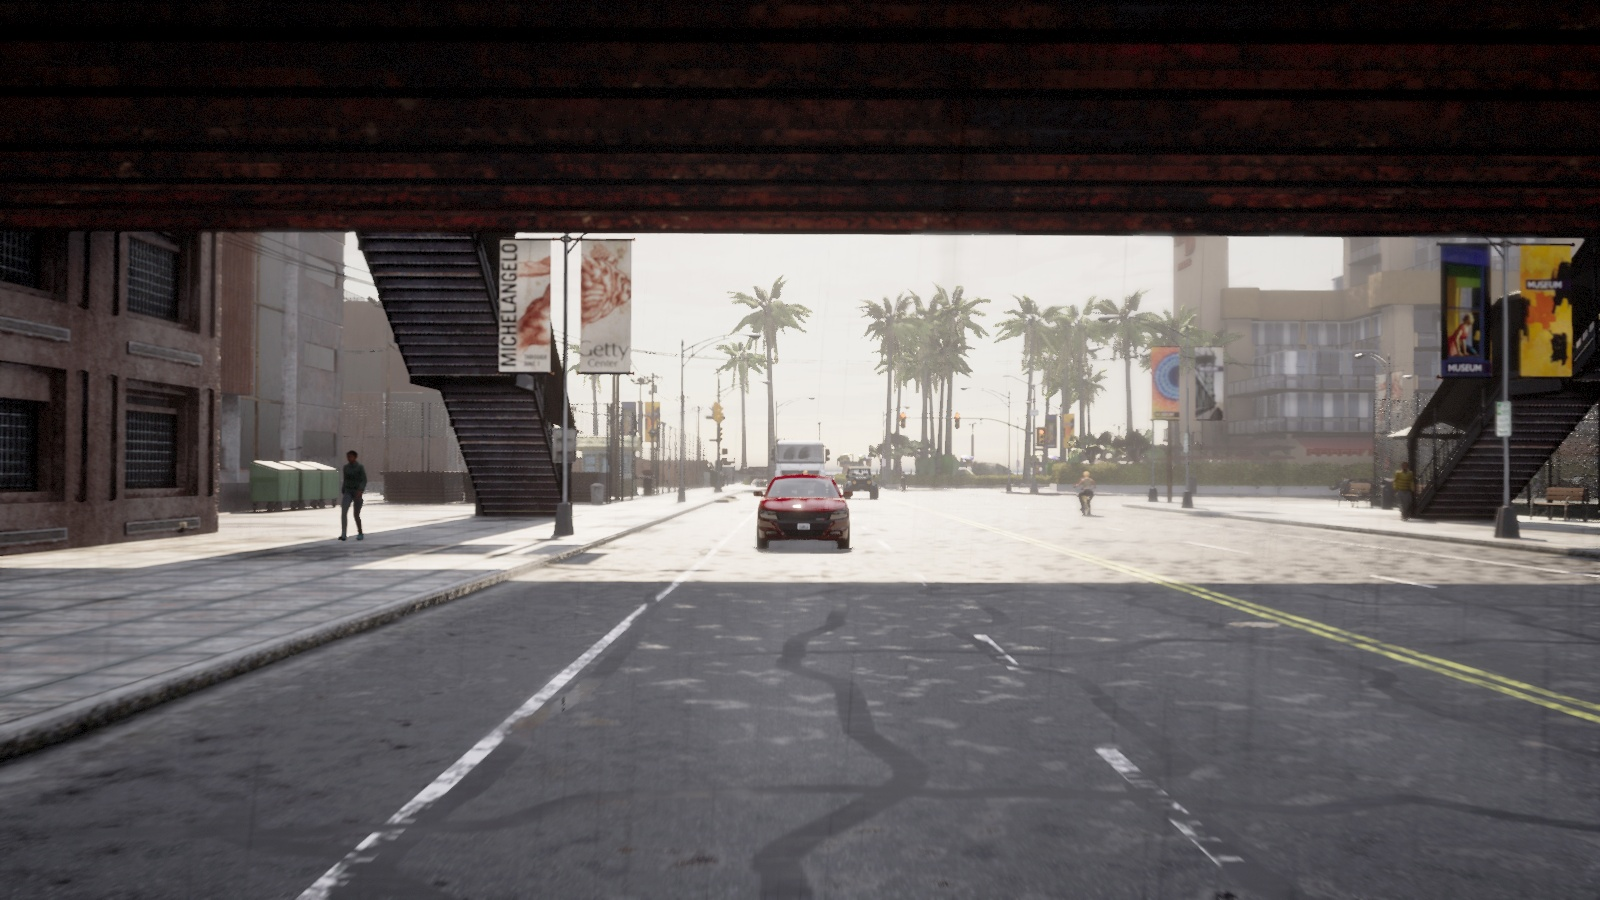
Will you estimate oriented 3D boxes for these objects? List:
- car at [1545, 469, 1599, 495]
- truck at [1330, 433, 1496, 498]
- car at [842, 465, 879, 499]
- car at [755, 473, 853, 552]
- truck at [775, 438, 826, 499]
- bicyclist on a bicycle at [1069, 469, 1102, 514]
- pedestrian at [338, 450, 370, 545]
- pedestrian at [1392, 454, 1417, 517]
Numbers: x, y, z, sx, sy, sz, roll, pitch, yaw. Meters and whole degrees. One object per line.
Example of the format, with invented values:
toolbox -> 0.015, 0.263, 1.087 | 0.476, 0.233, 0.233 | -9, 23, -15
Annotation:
car -> 47.140, 1.904, 75.440 | 3.705, 1.549, 1.789 | 0, -1, -1
truck -> 33.566, 0.889, 69.128 | 7.936, 3.462, 2.891 | -1, -1, 19
car -> 3.482, 1.842, 72.325 | 1.905, 1.878, 3.866 | 0, -1, 0
car -> 0.072, 1.255, 26.861 | 1.882, 1.535, 5.008 | 0, -1, 0
truck -> -0.022, 1.120, 74.736 | 2.891, 3.462, 7.936 | 0, -1, -1
bicyclist on a bicycle -> 10.462, 1.503, 46.038 | 0.866, 1.612, 1.509 | 0, -1, 1
pedestrian -> -8.786, 0.933, 24.728 | 0.353, 1.847, 0.614 | 0, -1, 7
pedestrian -> 17.878, 1.040, 37.140 | 0.431, 1.840, 0.709 | 0, -1, 5
